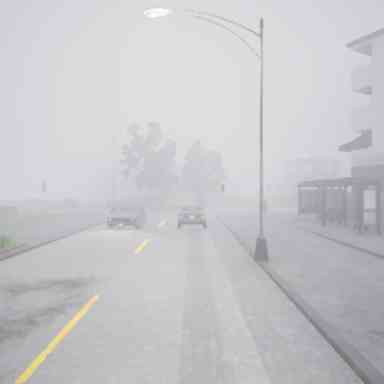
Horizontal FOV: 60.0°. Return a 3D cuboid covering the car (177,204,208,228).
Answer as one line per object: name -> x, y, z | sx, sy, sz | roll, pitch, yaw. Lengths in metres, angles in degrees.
car -> 0.016, 1.451, 21.308 | 2.033, 1.411, 5.357 | 0, 0, 0

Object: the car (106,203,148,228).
car -> -4.000, 1.451, 21.382 | 2.033, 1.411, 5.357 | 0, 0, 0
